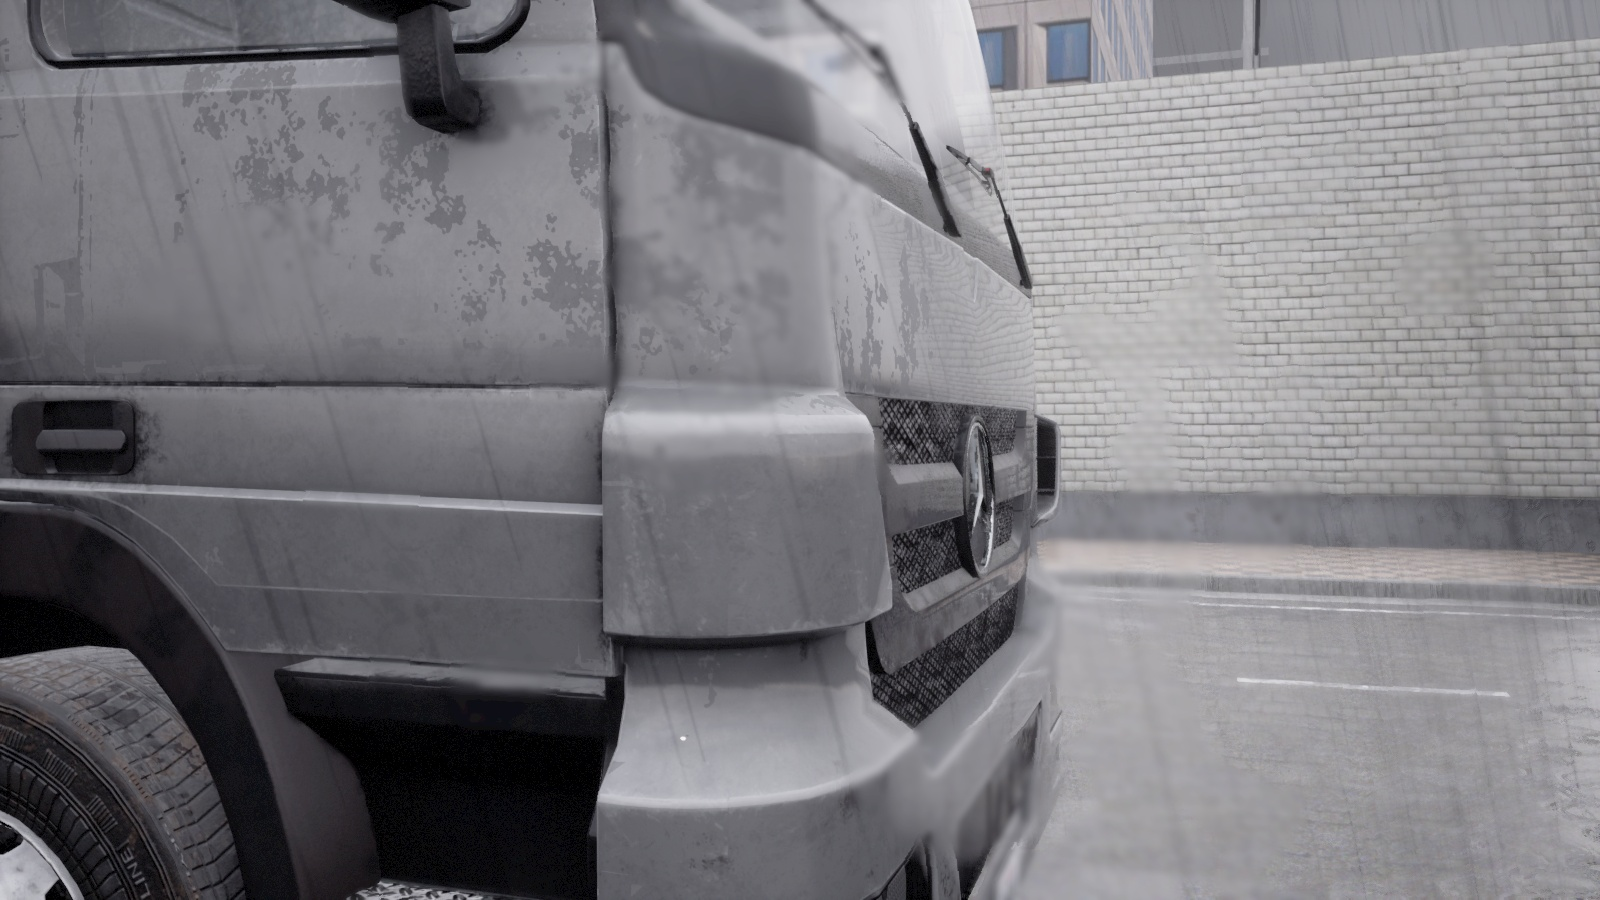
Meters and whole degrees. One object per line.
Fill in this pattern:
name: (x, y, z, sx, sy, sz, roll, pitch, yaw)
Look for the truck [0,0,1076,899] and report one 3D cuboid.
truck: (-3.267, -0.236, 4.278, 7.936, 3.462, 2.891, 1, 1, 19)
